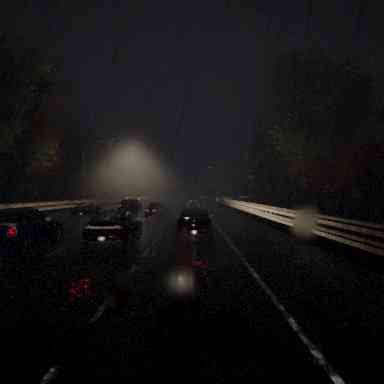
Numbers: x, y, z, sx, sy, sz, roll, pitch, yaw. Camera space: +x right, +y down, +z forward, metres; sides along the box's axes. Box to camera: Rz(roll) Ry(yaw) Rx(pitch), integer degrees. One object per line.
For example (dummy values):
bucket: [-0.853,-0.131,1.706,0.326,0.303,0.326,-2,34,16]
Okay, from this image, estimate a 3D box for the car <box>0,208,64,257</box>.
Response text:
car: [-6.899,1.413,13.354,2.097,1.767,4.553,0,0,0]

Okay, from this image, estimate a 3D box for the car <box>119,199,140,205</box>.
car: [-6.895,1.528,37.611,2.097,1.767,4.553,0,0,0]

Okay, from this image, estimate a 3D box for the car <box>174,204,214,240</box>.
car: [0.103,1.588,17.653,1.837,1.490,4.892,0,0,0]

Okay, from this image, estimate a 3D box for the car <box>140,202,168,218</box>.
car: [-3.394,1.700,32.193,2.033,1.411,5.357,0,0,0]

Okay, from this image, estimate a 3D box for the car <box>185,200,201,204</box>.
car: [0.106,1.719,40.723,1.812,1.442,4.674,0,0,0]

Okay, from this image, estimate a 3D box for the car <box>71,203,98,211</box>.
car: [-10.396,1.757,33.273,1.895,1.301,4.718,0,0,0]

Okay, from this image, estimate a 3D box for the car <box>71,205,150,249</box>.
car: [-3.399,1.561,14.903,2.128,1.511,4.902,0,0,0]
